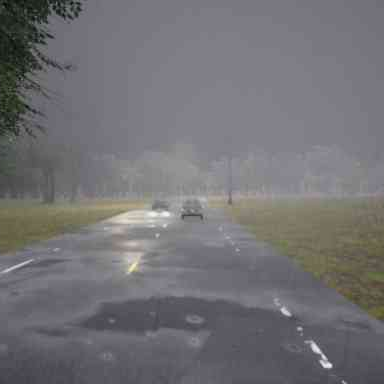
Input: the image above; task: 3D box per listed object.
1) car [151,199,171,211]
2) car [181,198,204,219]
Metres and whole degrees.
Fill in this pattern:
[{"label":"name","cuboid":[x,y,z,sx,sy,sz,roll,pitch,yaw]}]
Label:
[{"label":"car","cuboid":[-3.552,1.468,38.560,1.895,1.301,4.718,0,0,0]},{"label":"car","cuboid":[0.011,1.490,28.262,2.033,1.411,5.357,0,0,0]}]
